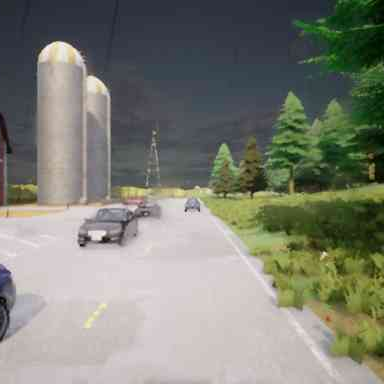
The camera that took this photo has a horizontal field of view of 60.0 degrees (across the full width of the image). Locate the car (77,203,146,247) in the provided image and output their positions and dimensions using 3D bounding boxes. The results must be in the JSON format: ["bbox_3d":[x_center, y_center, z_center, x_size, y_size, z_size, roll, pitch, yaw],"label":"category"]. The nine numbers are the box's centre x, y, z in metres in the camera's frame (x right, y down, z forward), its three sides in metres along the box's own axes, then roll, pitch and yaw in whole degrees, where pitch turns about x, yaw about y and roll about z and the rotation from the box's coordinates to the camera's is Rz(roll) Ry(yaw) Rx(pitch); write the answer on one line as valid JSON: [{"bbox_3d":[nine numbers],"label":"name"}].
[{"bbox_3d":[-3.591,1.476,14.971,2.128,1.511,4.902,0,0,0],"label":"car"}]

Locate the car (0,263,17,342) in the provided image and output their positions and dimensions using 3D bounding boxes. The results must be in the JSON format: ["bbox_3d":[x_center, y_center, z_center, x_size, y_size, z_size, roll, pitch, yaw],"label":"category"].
[{"bbox_3d":[-3.785,1.523,3.559,1.812,1.442,4.674,0,0,3],"label":"car"}]

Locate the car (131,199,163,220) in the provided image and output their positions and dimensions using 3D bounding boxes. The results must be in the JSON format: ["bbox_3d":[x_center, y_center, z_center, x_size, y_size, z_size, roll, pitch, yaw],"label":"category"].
[{"bbox_3d":[-3.562,1.534,27.868,1.994,1.385,4.181,0,0,1],"label":"car"}]

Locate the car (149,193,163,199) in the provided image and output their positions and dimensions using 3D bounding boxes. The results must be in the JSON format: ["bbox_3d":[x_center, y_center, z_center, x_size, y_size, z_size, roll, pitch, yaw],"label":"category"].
[{"bbox_3d":[-9.518,1.388,86.673,3.988,1.617,1.851,0,0,-1],"label":"car"}]

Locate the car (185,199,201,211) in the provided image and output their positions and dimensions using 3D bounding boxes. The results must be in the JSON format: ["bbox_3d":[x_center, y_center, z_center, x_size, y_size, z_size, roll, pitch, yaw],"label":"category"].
[{"bbox_3d":[0.083,1.503,40.037,2.033,1.411,5.357,0,0,0],"label":"car"}]

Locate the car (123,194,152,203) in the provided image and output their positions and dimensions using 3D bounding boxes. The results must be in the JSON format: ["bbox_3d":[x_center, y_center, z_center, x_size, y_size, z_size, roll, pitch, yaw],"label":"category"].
[{"bbox_3d":[-9.042,1.492,53.664,4.181,1.381,1.994,0,0,-1],"label":"car"}]
